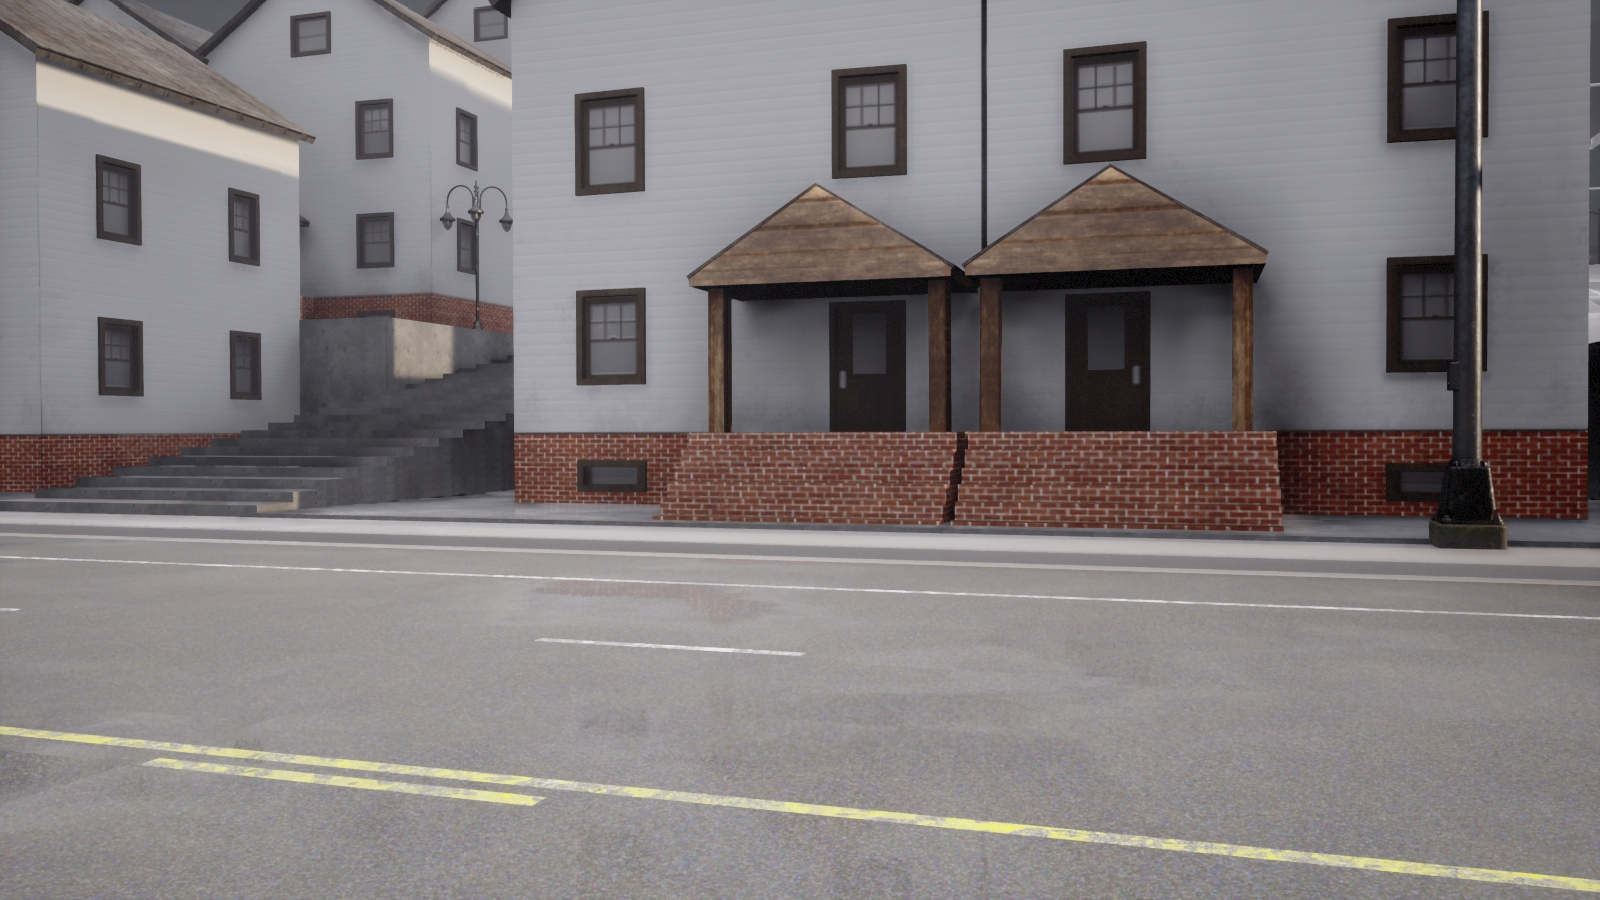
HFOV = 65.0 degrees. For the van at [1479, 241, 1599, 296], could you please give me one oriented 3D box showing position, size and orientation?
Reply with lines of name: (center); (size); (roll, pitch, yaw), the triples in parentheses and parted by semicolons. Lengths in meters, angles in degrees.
van: (33.799, -8.273, 57.521); (4.480, 2.038, 2.069); (0, 1, 18)
